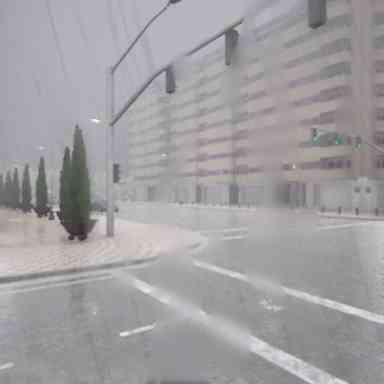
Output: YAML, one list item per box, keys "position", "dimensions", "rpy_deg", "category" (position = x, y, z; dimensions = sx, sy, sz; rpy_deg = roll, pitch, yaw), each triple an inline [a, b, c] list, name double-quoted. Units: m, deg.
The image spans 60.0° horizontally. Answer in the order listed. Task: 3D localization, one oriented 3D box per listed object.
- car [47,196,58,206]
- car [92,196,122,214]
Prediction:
- position: [-22.195, 1.431, 53.314]
  dimensions: [2.128, 1.511, 4.902]
  rpy_deg: [0, 0, -35]
  category: "car"
- position: [-9.250, 1.443, 34.788]
  dimensions: [1.837, 1.490, 4.892]
  rpy_deg: [0, 0, -35]
  category: "car"
